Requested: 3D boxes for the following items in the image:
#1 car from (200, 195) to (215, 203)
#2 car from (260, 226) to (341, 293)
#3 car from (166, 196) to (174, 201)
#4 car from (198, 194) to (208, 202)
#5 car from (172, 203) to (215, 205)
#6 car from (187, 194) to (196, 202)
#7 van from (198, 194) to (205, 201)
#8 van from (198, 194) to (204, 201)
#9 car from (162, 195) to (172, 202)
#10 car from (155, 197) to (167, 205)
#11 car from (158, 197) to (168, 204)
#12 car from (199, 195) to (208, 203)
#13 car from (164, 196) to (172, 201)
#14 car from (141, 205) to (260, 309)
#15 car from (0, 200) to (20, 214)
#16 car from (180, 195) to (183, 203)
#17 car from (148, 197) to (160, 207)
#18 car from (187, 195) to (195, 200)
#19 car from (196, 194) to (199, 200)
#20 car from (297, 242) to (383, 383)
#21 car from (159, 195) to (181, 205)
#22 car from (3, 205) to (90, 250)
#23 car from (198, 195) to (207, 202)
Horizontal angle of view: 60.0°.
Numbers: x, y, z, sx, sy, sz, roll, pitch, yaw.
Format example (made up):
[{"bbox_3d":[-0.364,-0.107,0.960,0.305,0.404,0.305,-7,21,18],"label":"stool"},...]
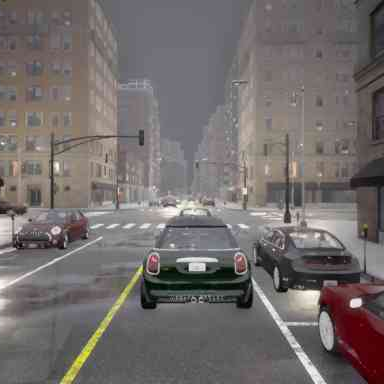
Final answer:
[{"bbox_3d":[2.679,1.590,52.572,1.887,1.381,4.507,0,0,0],"label":"car"},{"bbox_3d":[2.698,1.553,8.645,2.008,1.369,4.403,0,0,0],"label":"car"},{"bbox_3d":[-6.111,1.728,91.073,1.947,1.339,4.313,0,0,0],"label":"car"},{"bbox_3d":[2.602,1.595,63.756,1.752,1.417,4.829,0,0,0],"label":"car"},{"bbox_3d":[0.139,1.497,15.345,2.128,1.511,4.902,0,0,0],"label":"car"},{"bbox_3d":[-0.181,1.707,80.076,1.895,1.301,4.718,0,0,0],"label":"car"},{"bbox_3d":[2.454,1.481,85.615,1.690,1.788,3.998,0,0,0],"label":"van"},{"bbox_3d":[2.415,1.504,91.122,1.690,1.788,3.998,0,0,0],"label":"van"},{"bbox_3d":[-6.034,1.559,80.058,1.967,1.590,4.097,0,0,0],"label":"car"},{"bbox_3d":[-5.922,1.613,63.533,1.887,1.381,4.507,0,0,0],"label":"car"},{"bbox_3d":[-5.960,1.666,69.041,1.802,1.307,4.206,0,0,0],"label":"car"},{"bbox_3d":[2.528,1.541,74.601,1.967,1.590,4.097,0,0,0],"label":"car"},{"bbox_3d":[-6.073,1.722,85.565,1.802,1.307,4.206,0,0,0],"label":"car"},{"bbox_3d":[0.069,1.355,8.043,2.097,1.767,4.553,0,0,-1],"label":"car"},{"bbox_3d":[-17.594,1.404,30.197,5.008,1.535,1.882,0,0,-2],"label":"car"},{"bbox_3d":[-3.117,1.661,59.591,1.895,1.301,4.718,0,0,0],"label":"car"},{"bbox_3d":[-5.847,1.596,52.517,2.008,1.369,4.403,0,0,0],"label":"car"},{"bbox_3d":[-0.249,1.543,90.051,1.994,1.385,4.181,0,0,0],"label":"car"},{"bbox_3d":[2.566,1.399,69.094,2.192,1.841,5.009,0,0,0],"label":"car"},{"bbox_3d":[2.684,1.545,3.154,1.887,1.381,4.507,0,0,0],"label":"car"},{"bbox_3d":[-3.095,1.586,48.117,2.033,1.411,5.357,0,0,1],"label":"car"},{"bbox_3d":[-5.813,1.445,14.156,1.967,1.590,4.097,0,0,0],"label":"car"},{"bbox_3d":[2.491,1.560,80.107,1.967,1.590,4.097,0,0,0],"label":"car"}]
